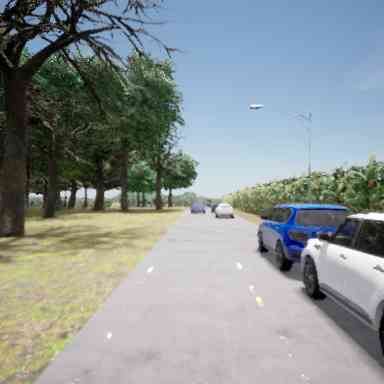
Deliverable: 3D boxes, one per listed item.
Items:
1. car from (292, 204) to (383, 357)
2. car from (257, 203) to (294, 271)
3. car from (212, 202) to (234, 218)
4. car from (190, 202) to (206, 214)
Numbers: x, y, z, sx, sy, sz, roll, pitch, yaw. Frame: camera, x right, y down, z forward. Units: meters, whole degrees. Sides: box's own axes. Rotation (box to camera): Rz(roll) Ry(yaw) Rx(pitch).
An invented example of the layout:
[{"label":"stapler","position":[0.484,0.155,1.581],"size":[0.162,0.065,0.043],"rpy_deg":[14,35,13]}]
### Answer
[{"label":"car","position":[3.635,1.336,5.639],"size":[2.150,2.045,5.566],"rpy_deg":[1,-1,1]},{"label":"car","position":[3.755,1.404,11.639],"size":[2.150,2.045,5.566],"rpy_deg":[1,-1,1]},{"label":"car","position":[3.452,1.988,35.849],"size":[1.812,1.442,4.674],"rpy_deg":[1,-1,2]},{"label":"car","position":[0.794,2.048,42.496],"size":[1.812,1.442,4.674],"rpy_deg":[1,-1,1]}]
